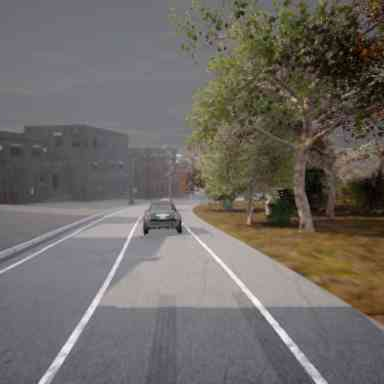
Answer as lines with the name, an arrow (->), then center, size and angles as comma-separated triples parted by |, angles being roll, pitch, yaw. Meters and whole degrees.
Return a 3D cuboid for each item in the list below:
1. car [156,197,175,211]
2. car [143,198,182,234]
car -> -3.088, 1.434, 40.327 | 1.882, 1.535, 5.008 | 0, 0, 0
car -> -1.780, 1.355, 19.737 | 2.097, 1.767, 4.553 | -1, 0, -6
